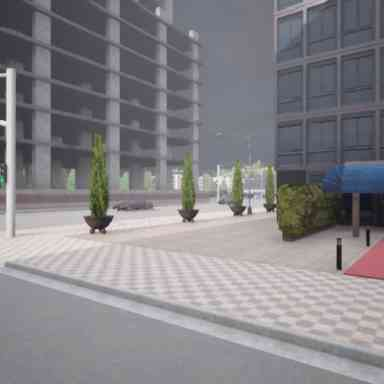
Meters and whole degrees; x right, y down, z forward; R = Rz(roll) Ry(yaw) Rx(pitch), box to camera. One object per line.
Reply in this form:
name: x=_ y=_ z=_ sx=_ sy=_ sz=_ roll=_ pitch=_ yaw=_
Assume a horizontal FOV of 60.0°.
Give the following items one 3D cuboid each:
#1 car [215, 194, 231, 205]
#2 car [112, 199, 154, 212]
car: x=6.103 y=1.543 z=56.104 sx=1.994 sy=1.385 sz=4.181 roll=0 pitch=0 yaw=36
car: x=-6.727 y=1.525 z=38.607 sx=2.033 sy=1.411 sz=5.357 roll=0 pitch=0 yaw=36
